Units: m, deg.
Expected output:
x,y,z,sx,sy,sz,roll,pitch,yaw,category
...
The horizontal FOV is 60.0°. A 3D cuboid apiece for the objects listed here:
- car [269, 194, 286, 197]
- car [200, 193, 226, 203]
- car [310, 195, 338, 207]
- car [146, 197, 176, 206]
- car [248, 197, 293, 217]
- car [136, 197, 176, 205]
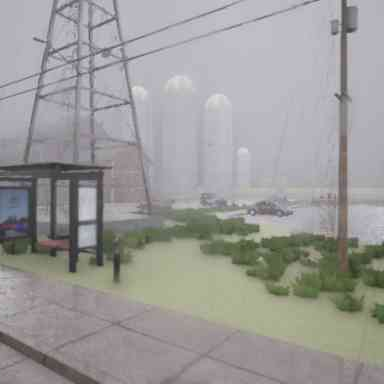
x,y,z,sx,sy,sz,roll,pitch,yaw,category
16.825,1.316,67.567,4.611,1.667,2.242,0,0,35,car
3.006,1.151,47.693,3.866,1.878,1.905,0,0,35,car
19.706,1.233,48.493,4.605,1.855,1.932,0,0,35,car
-4.601,1.389,50.135,1.895,1.301,4.718,0,0,35,car
7.018,1.446,29.935,3.905,1.438,1.784,0,0,35,car
-4.225,1.348,36.300,4.193,1.474,1.816,0,0,35,car
